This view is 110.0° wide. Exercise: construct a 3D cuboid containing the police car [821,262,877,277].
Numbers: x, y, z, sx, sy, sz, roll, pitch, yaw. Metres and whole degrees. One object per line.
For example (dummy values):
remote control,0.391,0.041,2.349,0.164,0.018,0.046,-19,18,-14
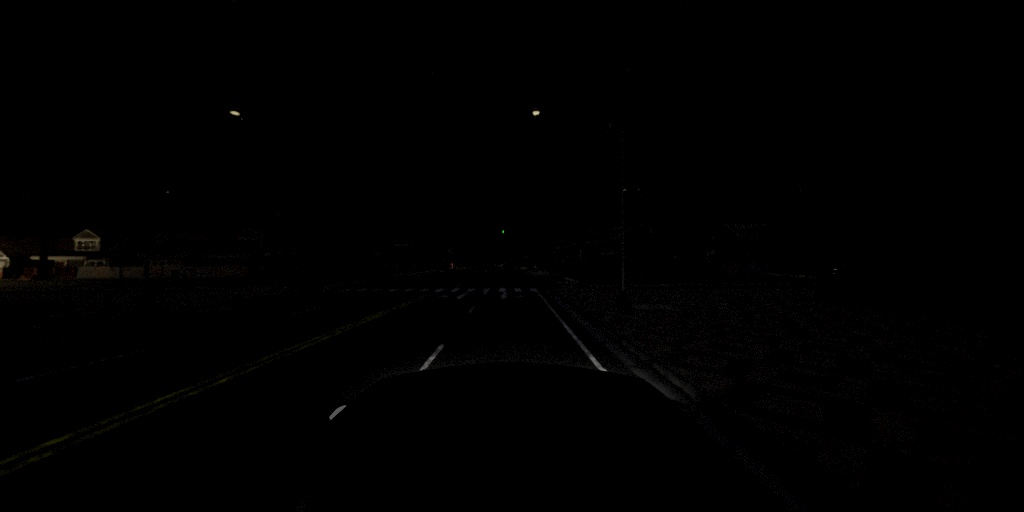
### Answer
police car,37.231,1.429,39.757,5.238,1.638,1.930,0,-1,0
